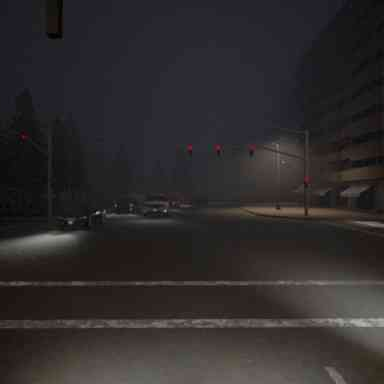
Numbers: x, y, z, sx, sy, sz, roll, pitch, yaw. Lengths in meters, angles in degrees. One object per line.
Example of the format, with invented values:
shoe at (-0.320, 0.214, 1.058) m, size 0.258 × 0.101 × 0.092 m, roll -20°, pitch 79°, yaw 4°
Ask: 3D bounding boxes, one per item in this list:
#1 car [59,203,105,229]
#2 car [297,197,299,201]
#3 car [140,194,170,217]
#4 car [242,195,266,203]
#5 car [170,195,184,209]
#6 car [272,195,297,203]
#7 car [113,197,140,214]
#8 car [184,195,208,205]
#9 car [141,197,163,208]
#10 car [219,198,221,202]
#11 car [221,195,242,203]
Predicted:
car at (-7.073, 1.524, 21.830) m, size 2.128 × 1.511 × 4.902 m, roll 0°, pitch 0°, yaw 0°
car at (21.923, 1.507, 73.615) m, size 4.902 × 1.511 × 2.128 m, roll 0°, pitch 0°, yaw -22°
car at (-3.360, 1.216, 31.230) m, size 2.150 × 2.045 × 5.566 m, roll 0°, pitch 0°, yaw -4°
car at (13.128, 1.461, 68.087) m, size 5.008 × 1.535 × 1.882 m, roll 0°, pitch 0°, yaw -41°
car at (-2.864, 1.340, 44.267) m, size 2.097 × 1.767 × 4.553 m, roll 0°, pitch 0°, yaw 8°
car at (18.492, 1.461, 67.600) m, size 5.008 × 1.535 × 1.882 m, roll 0°, pitch 0°, yaw -33°
car at (-6.890, 1.343, 35.622) m, size 2.097 × 1.767 × 4.553 m, roll 0°, pitch 0°, yaw 2°
car at (1.194, 1.478, 58.197) m, size 2.128 × 1.511 × 4.902 m, roll 0°, pitch 0°, yaw 28°
car at (-5.769, 1.513, 48.665) m, size 1.812 × 1.442 × 4.674 m, roll 0°, pitch 0°, yaw 13°
car at (7.969, 1.480, 72.882) m, size 4.674 × 1.442 × 1.812 m, roll 0°, pitch 0°, yaw -41°
car at (9.035, 1.503, 69.094) m, size 4.902 × 1.511 × 2.128 m, roll 0°, pitch 0°, yaw -45°
